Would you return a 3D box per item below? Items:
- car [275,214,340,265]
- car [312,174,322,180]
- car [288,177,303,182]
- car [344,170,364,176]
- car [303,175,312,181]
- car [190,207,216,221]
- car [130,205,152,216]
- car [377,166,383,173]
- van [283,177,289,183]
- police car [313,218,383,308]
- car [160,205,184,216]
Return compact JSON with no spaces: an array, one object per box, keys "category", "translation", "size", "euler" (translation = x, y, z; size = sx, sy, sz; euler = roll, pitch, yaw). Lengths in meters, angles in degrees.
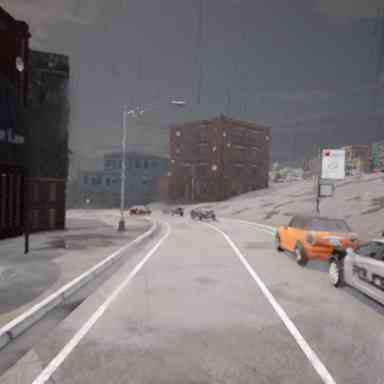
[{"category":"car","translation":[4.713,1.677,13.047],"size":[2.097,1.767,4.553],"euler":[2,-1,1]},{"category":"car","translation":[26.174,-2.889,65.544],"size":[2.185,1.767,4.553],"euler":[2,0,0]},{"category":"car","translation":[26.159,-2.742,82.081],"size":[2.231,1.521,4.892],"euler":[2,0,0]},{"category":"car","translation":[26.181,-2.887,54.375],"size":[2.185,1.767,4.553],"euler":[2,0,0]},{"category":"car","translation":[26.171,-2.885,71.065],"size":[2.185,1.767,4.553],"euler":[2,0,0]},{"category":"car","translation":[1.210,2.387,36.960],"size":[1.812,1.442,4.674],"euler":[2,-2,-16]},{"category":"car","translation":[-7.489,2.668,48.208],"size":[1.882,1.535,5.008],"euler":[2,-3,-30]},{"category":"car","translation":[26.184,-2.755,43.433],"size":[2.231,1.521,4.892],"euler":[2,0,0]},{"category":"van","translation":[26.162,-2.953,87.480],"size":[1.878,1.987,4.442],"euler":[2,0,0]},{"category":"police car","translation":[4.591,1.653,7.183],"size":[1.930,1.638,5.238],"euler":[2,-1,1]},{"category":"car","translation":[-2.890,2.696,47.689],"size":[1.837,1.490,4.892],"euler":[2,-2,-30]}]
